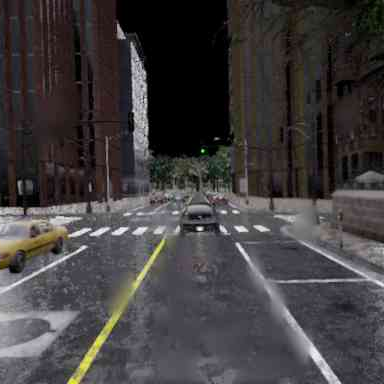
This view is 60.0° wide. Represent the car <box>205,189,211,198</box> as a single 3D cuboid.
[{"bbox_3d":[3.812,0.679,58.974,2.008,1.369,4.403,-2,1,1],"label":"car"}]

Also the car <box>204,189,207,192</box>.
[{"bbox_3d":[4.000,0.530,69.847,1.887,1.381,4.507,-2,1,1],"label":"car"}]

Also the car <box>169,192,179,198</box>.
[{"bbox_3d":[-4.332,0.627,80.871,2.008,1.369,4.403,-2,1,1],"label":"car"}]

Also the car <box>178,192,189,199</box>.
[{"bbox_3d":[-1.768,0.688,69.401,1.994,1.385,4.181,-2,1,1],"label":"car"}]

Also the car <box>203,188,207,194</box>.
[{"bbox_3d":[4.097,0.437,75.453,1.752,1.417,4.829,-2,1,1],"label":"car"}]

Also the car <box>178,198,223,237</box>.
[{"bbox_3d":[0.388,1.285,16.573,1.837,1.490,4.892,-1,1,1],"label":"car"}]

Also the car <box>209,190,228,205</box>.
[{"bbox_3d":[3.526,0.785,42.664,1.967,1.590,4.097,-2,1,1],"label":"car"}]

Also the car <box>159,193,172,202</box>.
[{"bbox_3d":[-4.708,0.943,59.126,1.802,1.307,4.206,-2,1,1],"label":"car"}]

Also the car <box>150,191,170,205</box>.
[{"bbox_3d":[-4.904,0.820,48.250,2.192,1.841,5.009,-2,1,1],"label":"car"}]

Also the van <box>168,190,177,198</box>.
[{"bbox_3d":[-4.432,0.488,75.432,1.690,1.788,3.998,-2,1,1],"label":"van"}]

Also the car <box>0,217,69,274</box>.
[{"bbox_3d":[-5.550,1.535,10.683,1.752,1.417,4.829,-2,1,1],"label":"car"}]

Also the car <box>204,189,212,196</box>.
[{"bbox_3d":[4.371,0.017,91.589,2.192,1.841,5.009,-2,1,1],"label":"car"}]

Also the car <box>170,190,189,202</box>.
[{"bbox_3d":[-2.095,0.851,53.590,2.128,1.511,4.902,-2,1,2],"label":"car"}]
